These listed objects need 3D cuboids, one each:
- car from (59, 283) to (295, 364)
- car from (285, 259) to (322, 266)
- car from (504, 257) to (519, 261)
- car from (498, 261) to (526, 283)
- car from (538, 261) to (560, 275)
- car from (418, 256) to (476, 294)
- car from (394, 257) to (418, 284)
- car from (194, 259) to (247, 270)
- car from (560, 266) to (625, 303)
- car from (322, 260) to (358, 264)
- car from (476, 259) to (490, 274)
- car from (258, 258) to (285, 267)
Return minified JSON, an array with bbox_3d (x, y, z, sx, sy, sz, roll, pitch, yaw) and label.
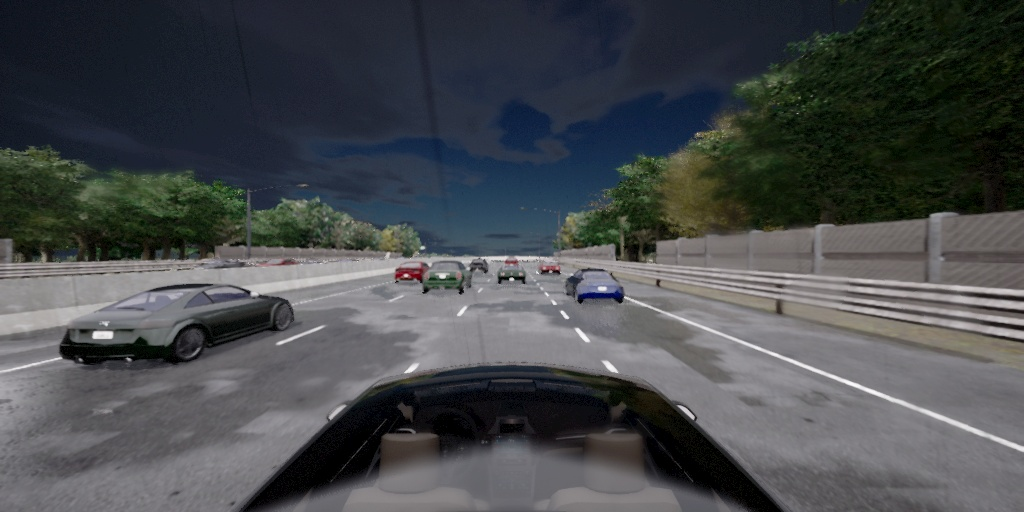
[{"bbox_3d":[-6.904,1.294,8.057,1.994,1.385,4.181,0,0,0],"label":"car"},{"bbox_3d":[-21.114,1.140,37.598,1.895,1.301,4.718,0,1,0],"label":"car"},{"bbox_3d":[-0.038,0.919,49.039,1.882,1.535,5.008,0,0,0],"label":"car"},{"bbox_3d":[-0.018,1.221,25.836,1.895,1.301,4.718,0,0,0],"label":"car"},{"bbox_3d":[3.579,1.143,35.182,1.895,1.301,4.718,0,1,0],"label":"car"},{"bbox_3d":[-3.414,1.016,19.734,2.097,1.767,4.553,0,0,0],"label":"car"},{"bbox_3d":[-6.919,1.102,25.892,1.882,1.535,5.008,0,0,0],"label":"car"},{"bbox_3d":[-28.109,1.062,34.702,2.128,1.511,4.902,0,0,0],"label":"car"},{"bbox_3d":[3.589,1.245,16.223,1.994,1.385,4.181,0,0,0],"label":"car"},{"bbox_3d":[-17.614,1.079,38.223,2.033,1.411,5.357,0,0,0],"label":"car"},{"bbox_3d":[-3.428,1.030,37.803,1.837,1.490,4.892,0,1,0],"label":"car"},{"bbox_3d":[-24.609,1.017,37.925,1.882,1.535,5.008,0,0,0],"label":"car"}]
